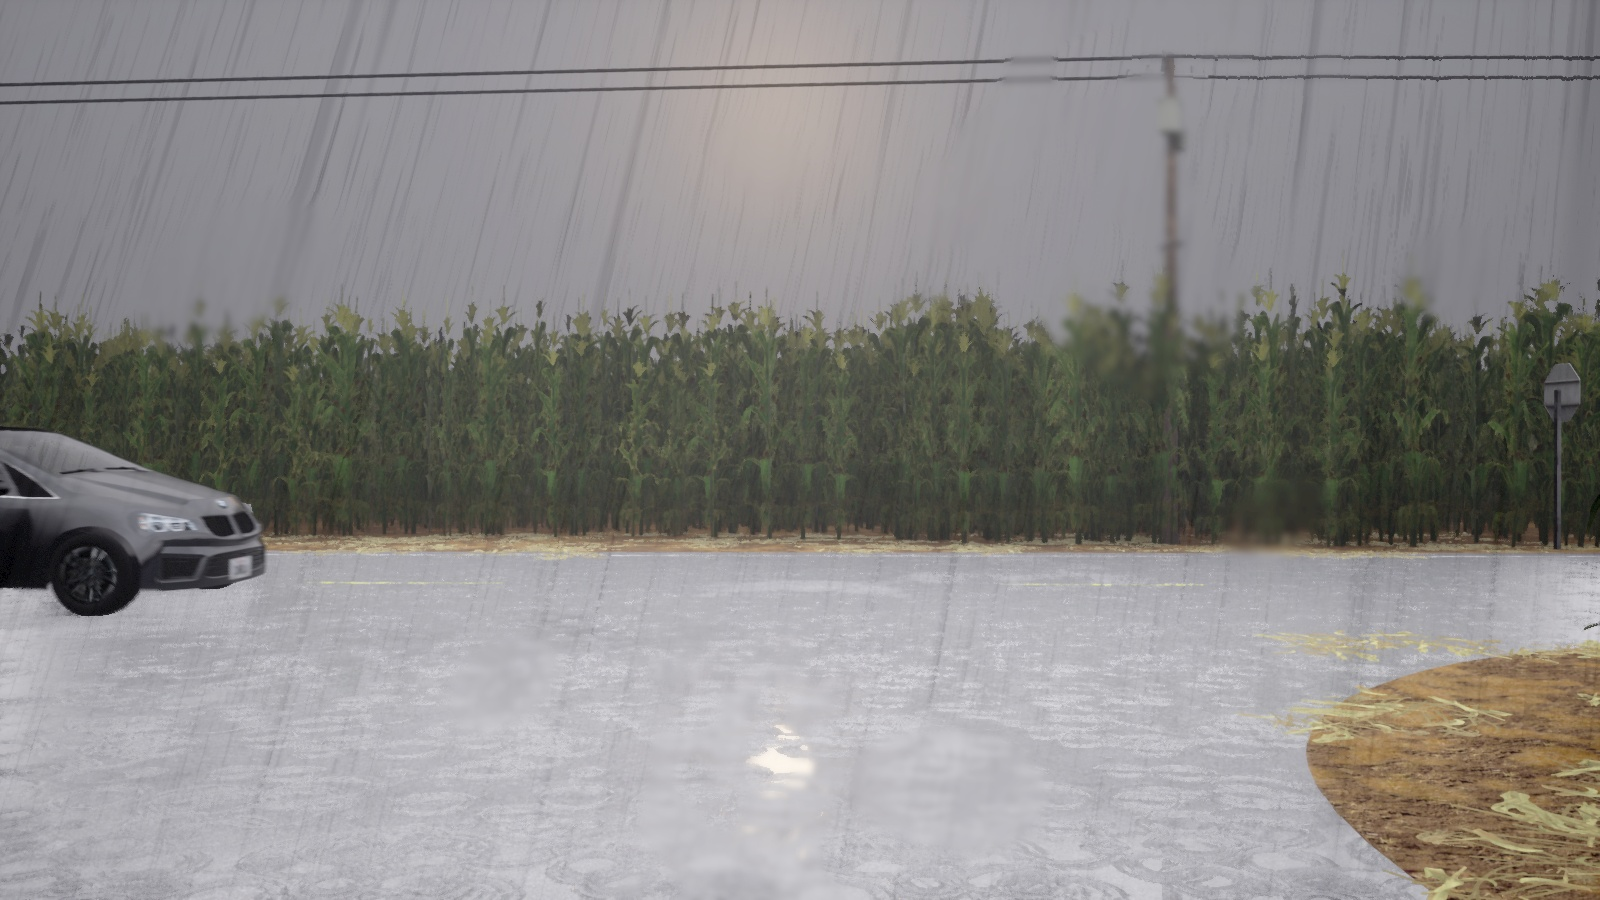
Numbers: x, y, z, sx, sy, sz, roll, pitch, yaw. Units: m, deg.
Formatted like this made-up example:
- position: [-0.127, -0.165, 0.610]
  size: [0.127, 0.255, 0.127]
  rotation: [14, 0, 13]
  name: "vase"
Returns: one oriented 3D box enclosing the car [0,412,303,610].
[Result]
- position: [-7.416, 0.501, 11.779]
  size: [4.611, 1.667, 2.242]
  rotation: [0, 0, 3]
  name: "car"
